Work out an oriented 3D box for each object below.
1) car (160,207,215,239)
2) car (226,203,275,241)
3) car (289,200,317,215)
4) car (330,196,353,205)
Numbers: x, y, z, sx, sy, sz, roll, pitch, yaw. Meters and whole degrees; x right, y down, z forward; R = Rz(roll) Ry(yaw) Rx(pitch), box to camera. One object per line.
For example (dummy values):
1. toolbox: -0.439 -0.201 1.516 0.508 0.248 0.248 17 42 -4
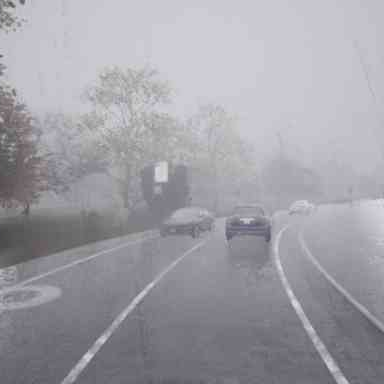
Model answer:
1. car: -0.141 1.599 18.302 1.882 1.535 5.008 -1 -1 18
2. car: 3.113 1.400 17.191 2.097 1.767 4.553 -1 -1 17
3. car: 11.244 1.556 33.704 1.812 1.442 4.674 -4 -2 34
4. car: 23.700 1.307 52.659 4.718 1.301 1.895 -3 -1 -44
